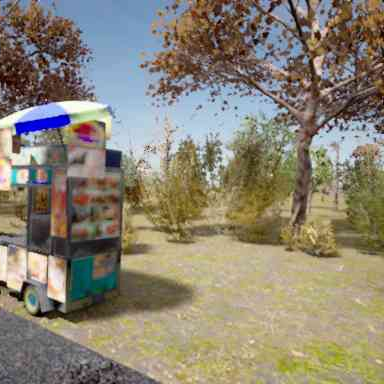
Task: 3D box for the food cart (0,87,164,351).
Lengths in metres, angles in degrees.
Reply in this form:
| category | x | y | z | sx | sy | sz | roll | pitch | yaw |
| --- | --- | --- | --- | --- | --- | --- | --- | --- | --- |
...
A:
| category | x | y | z | sx | sy | sz | roll | pitch | yaw |
| --- | --- | --- | --- | --- | --- | --- | --- | --- | --- |
| food cart | -3.157 | 0.303 | 6.759 | 4.660 | 3.560 | 2.280 | 3 | 1 | 35 |
